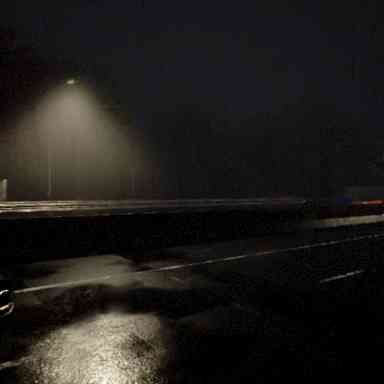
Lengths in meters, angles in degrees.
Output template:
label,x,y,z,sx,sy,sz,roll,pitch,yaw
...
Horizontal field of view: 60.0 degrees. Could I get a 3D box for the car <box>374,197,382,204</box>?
label,x,y,z,sx,sy,sz,roll,pitch,yaw
car,23.228,1.439,37.632,4.902,1.511,2.128,0,0,-35

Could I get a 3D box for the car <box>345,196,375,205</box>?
label,x,y,z,sx,sy,sz,roll,pitch,yaw
car,21.220,1.361,40.499,4.553,1.767,2.097,0,0,-35

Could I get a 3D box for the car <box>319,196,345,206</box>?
label,x,y,z,sx,sy,sz,roll,pitch,yaw
car,19.163,1.194,43.331,5.008,1.535,1.882,0,0,-35

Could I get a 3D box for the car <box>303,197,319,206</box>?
label,x,y,z,sx,sy,sz,roll,pitch,yaw
car,17.466,1.400,45.659,4.718,1.301,1.895,0,0,-33

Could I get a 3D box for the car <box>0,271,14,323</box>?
label,x,y,z,sx,sy,sz,roll,pitch,yaw
car,-5.170,1.506,4.479,4.892,1.490,1.837,0,0,-36
